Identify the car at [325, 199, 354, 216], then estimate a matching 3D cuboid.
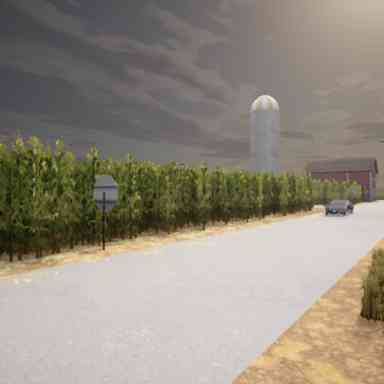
[{"bbox_3d":[14.130,1.488,31.817,1.837,1.490,4.892,0,0,36],"label":"car"}]
